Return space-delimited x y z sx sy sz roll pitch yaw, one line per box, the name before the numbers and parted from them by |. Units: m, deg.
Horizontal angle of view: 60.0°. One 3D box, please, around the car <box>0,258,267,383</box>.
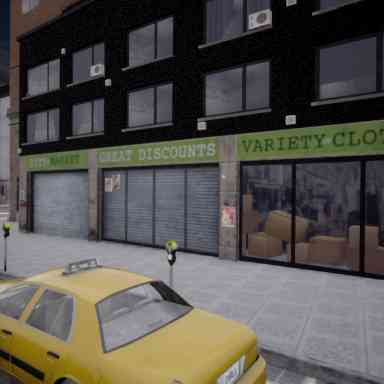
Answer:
car | -1.540 1.524 4.190 4.829 1.417 1.752 0 1 36
